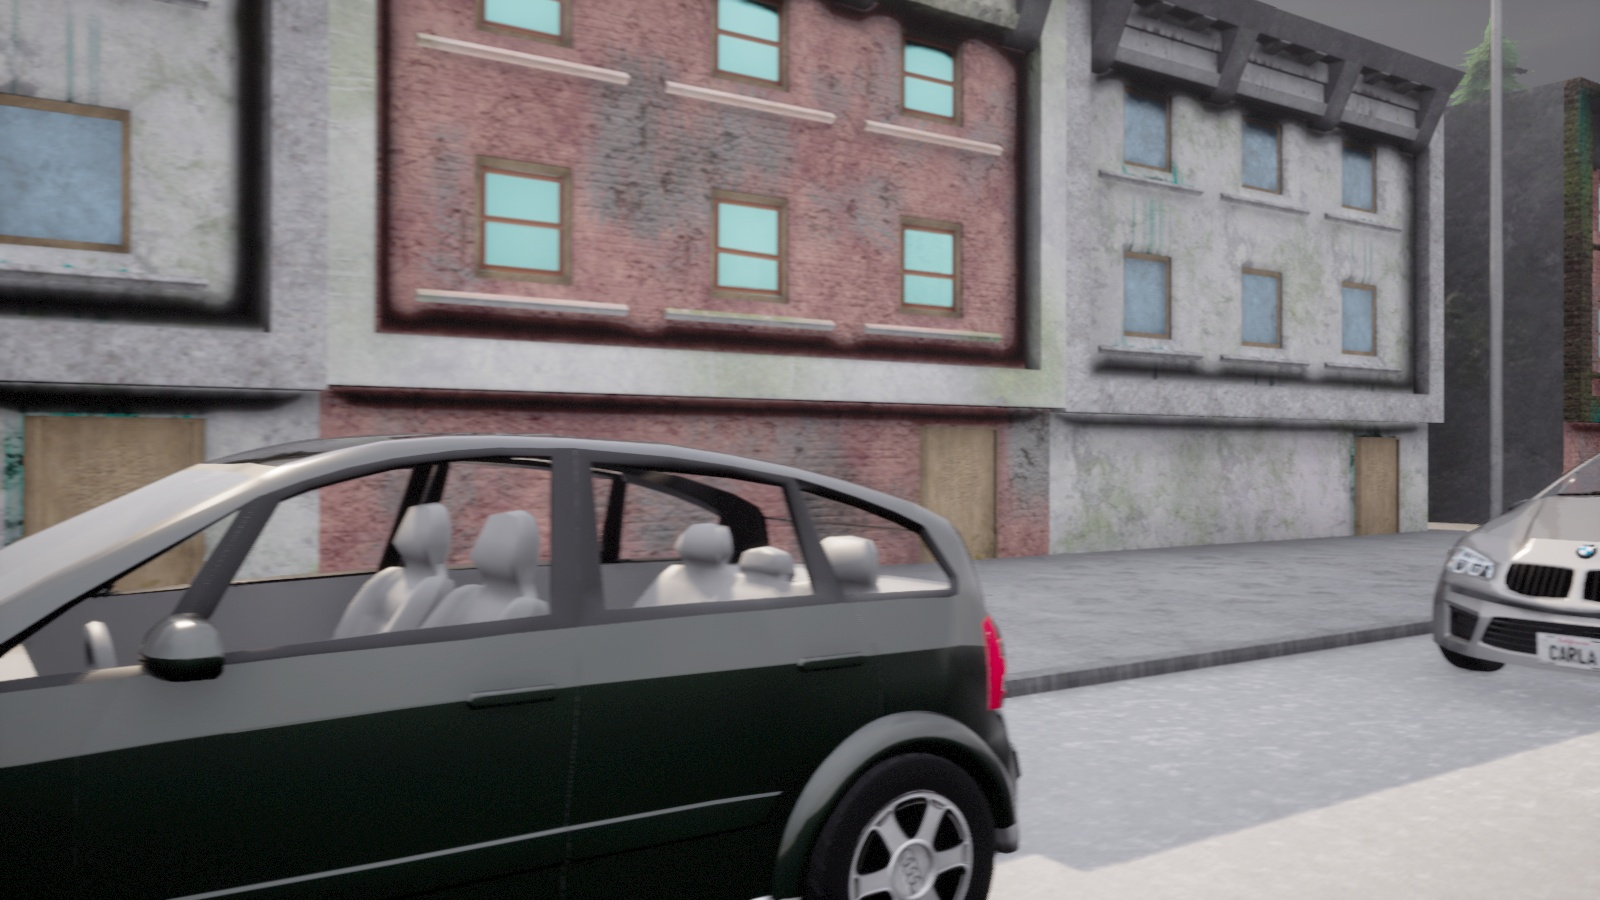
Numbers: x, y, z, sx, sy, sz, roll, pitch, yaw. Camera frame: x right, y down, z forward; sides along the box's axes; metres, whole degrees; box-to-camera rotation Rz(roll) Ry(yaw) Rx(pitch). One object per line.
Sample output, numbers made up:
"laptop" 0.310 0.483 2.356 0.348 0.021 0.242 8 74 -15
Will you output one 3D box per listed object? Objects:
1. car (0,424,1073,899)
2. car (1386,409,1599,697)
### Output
"car" -1.219 0.736 3.419 3.705 1.549 1.789 0 0 -35
"car" 6.418 0.597 8.738 4.611 1.667 2.242 0 0 -35
